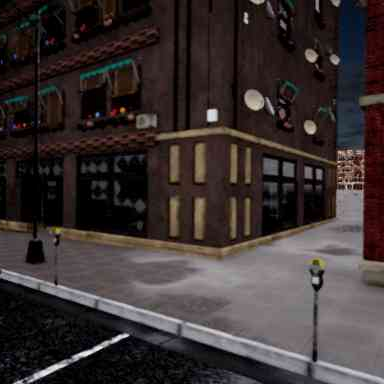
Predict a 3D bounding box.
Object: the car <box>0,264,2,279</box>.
[{"bbox_3d":[-6.562,1.307,7.937,4.553,1.767,2.097,0,0,36],"label":"car"}]
